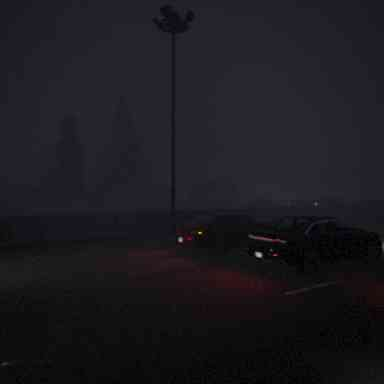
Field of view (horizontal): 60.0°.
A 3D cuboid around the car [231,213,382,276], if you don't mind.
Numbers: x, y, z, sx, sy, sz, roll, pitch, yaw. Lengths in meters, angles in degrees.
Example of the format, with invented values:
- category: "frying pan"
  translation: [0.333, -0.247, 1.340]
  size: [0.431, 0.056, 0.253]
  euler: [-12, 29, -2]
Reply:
- category: "car"
  translation: [3.868, 1.476, 10.248]
  size: [4.902, 1.511, 2.128]
  euler: [0, 0, -32]

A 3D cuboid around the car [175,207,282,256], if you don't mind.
- category: "car"
  translation: [1.559, 1.503, 12.939]
  size: [4.674, 1.442, 1.812]
  euler: [0, 0, -32]

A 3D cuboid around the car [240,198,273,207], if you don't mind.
- category: "car"
  translation: [7.987, 1.459, 40.305]
  size: [4.674, 1.442, 1.812]
  euler: [0, 0, -24]

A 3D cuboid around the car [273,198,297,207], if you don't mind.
- category: "car"
  translation: [12.290, 1.419, 38.389]
  size: [5.008, 1.535, 1.882]
  euler: [0, 0, -23]

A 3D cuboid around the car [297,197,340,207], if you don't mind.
- category: "car"
  translation: [13.966, 1.301, 35.290]
  size: [4.553, 1.767, 2.097]
  euler: [0, 0, -23]

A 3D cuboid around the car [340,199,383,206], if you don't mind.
- category: "car"
  translation: [17.543, 1.462, 33.015]
  size: [4.892, 1.490, 1.837]
  euler: [0, 0, -22]
